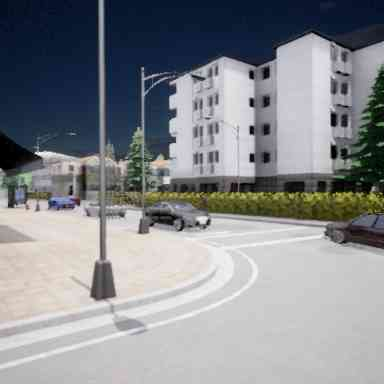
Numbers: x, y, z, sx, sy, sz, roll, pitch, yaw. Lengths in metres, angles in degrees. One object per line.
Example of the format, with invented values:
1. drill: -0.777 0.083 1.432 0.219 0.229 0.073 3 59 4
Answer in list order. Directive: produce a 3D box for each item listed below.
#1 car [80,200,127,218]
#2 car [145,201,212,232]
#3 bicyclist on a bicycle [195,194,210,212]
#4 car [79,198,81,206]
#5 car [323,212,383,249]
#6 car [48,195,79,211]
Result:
1. car: -7.015 1.357 26.682 1.895 1.301 4.718 0 0 -37
2. car: -0.908 1.246 18.422 2.128 1.511 4.902 0 0 -36
3. bicyclist on a bicycle: 0.913 1.004 28.540 1.656 1.620 0.582 -1 1 -36
4. car: -17.098 1.212 46.259 1.882 1.535 5.008 -1 0 -38
5. car: 7.193 1.442 12.162 2.033 1.411 5.357 0 0 -15
6. car: -14.549 1.235 36.913 1.882 1.535 5.008 0 0 -36
